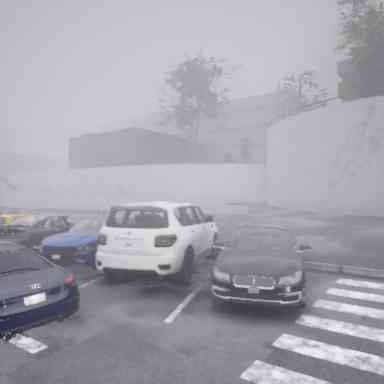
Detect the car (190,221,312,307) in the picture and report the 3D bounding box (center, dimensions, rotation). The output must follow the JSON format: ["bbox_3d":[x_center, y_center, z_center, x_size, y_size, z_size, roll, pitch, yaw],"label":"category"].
[{"bbox_3d":[1.736,1.524,8.250,2.231,1.521,4.892,0,-1,15],"label":"car"}]

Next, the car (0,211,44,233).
[{"bbox_3d":[-5.570,1.620,13.421,2.231,1.521,4.892,-1,-1,15],"label":"car"}]

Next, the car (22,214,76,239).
[{"bbox_3d":[-3.129,1.584,11.702,2.097,1.535,5.008,0,-1,15],"label":"car"}]

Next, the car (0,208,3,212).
[{"bbox_3d":[-7.950,1.654,15.333,1.946,1.575,5.366,-1,-1,15],"label":"car"}]

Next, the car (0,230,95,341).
[{"bbox_3d":[-4.039,1.630,6.249,4.181,1.385,1.994,-1,0,35],"label":"car"}]

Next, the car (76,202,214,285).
[{"bbox_3d":[-0.701,1.301,10.005,2.435,2.045,5.566,-1,-1,15],"label":"car"}]
